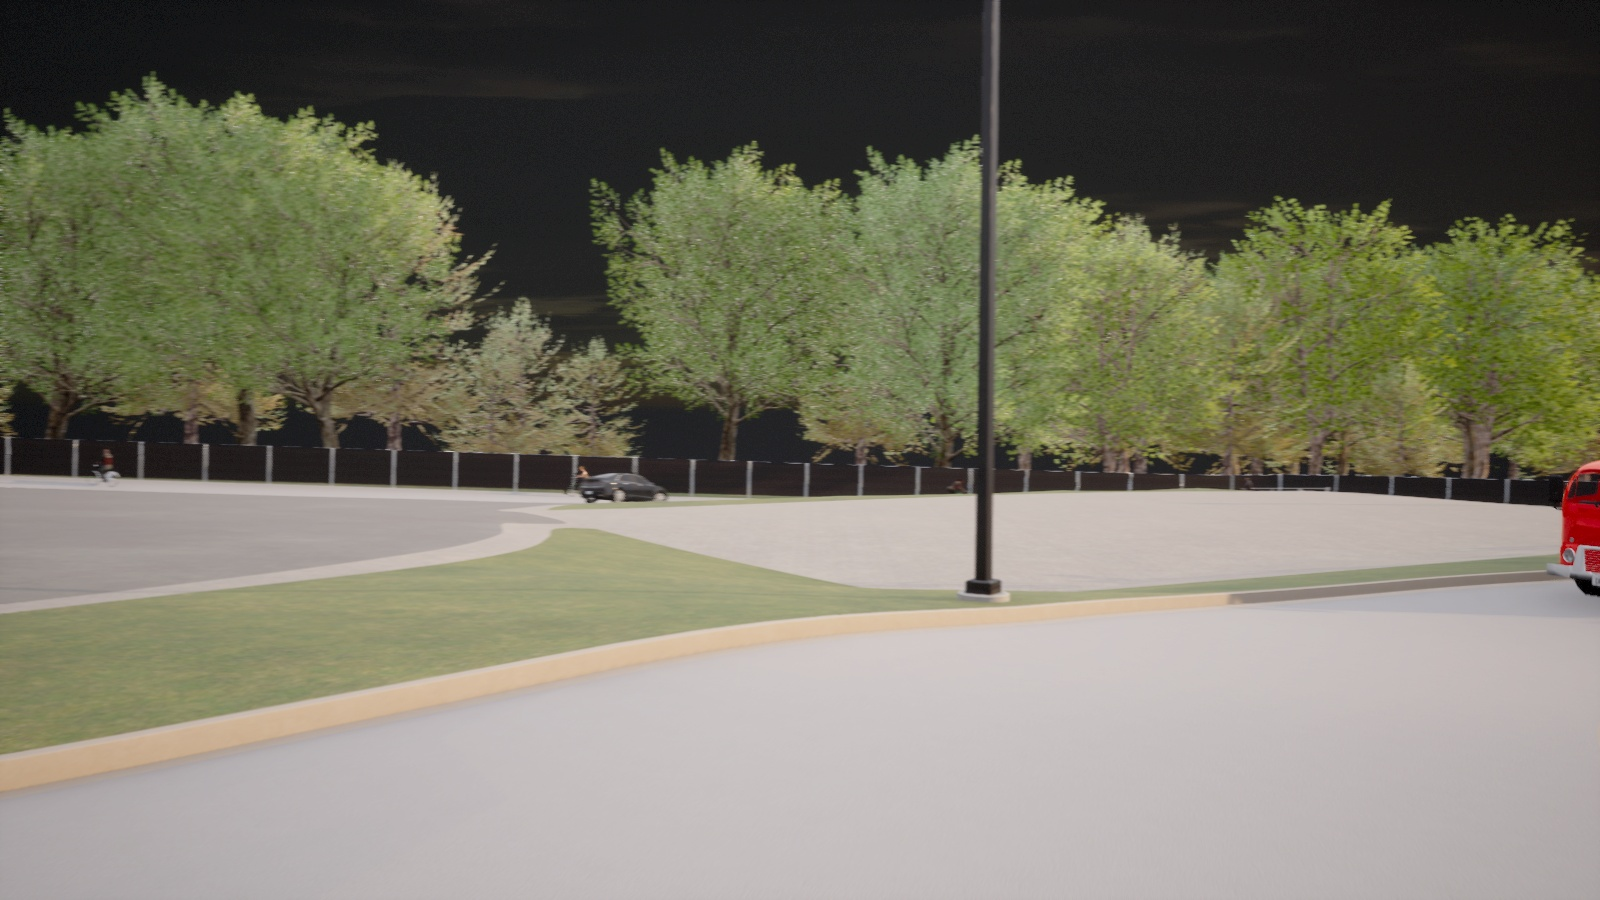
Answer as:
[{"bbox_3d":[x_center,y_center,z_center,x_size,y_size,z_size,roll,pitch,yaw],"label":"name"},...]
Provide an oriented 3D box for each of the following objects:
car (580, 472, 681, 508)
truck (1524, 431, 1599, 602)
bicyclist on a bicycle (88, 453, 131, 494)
[{"bbox_3d":[-7.894,1.922,59.000,1.837,1.490,4.892,-2,-5,35],"label":"car"},{"bbox_3d":[14.142,0.967,19.094,5.204,2.467,2.627,0,2,-19],"label":"truck"},{"bbox_3d":[-32.455,1.094,59.010,1.843,1.776,0.659,2,2,17],"label":"bicyclist on a bicycle"}]
